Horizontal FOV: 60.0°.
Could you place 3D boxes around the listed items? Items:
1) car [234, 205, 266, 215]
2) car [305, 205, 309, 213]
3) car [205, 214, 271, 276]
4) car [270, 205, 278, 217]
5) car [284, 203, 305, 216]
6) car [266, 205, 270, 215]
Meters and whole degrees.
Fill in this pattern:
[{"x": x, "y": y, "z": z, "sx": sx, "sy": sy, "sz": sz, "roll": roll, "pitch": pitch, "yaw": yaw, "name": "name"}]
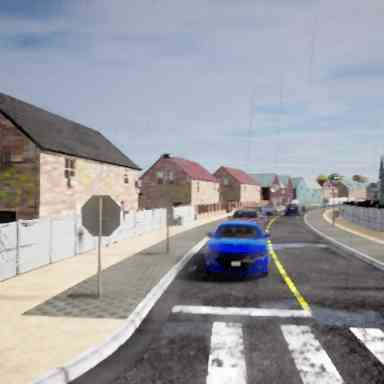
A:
[{"x": 3.326, "y": 1.851, "z": 20.610, "sx": 2.097, "sy": 1.767, "sz": 4.553, "roll": 0, "pitch": -1, "yaw": 12, "name": "car"}, {"x": 17.887, "y": 2.609, "z": 54.583, "sx": 1.994, "sy": 1.385, "sz": 4.181, "roll": 0, "pitch": -1, "yaw": 25, "name": "car"}, {"x": 1.648, "y": 1.762, "z": 11.607, "sx": 1.882, "sy": 1.535, "sz": 5.008, "roll": 0, "pitch": -1, "yaw": 10, "name": "car"}, {"x": 10.302, "y": 2.471, "z": 44.382, "sx": 2.033, "sy": 1.411, "sz": 5.357, "roll": 0, "pitch": -1, "yaw": 21, "name": "car"}, {"x": 13.832, "y": 2.284, "z": 45.305, "sx": 2.097, "sy": 1.767, "sz": 4.553, "roll": 0, "pitch": -1, "yaw": 21, "name": "car"}, {"x": 5.669, "y": 2.054, "z": 30.228, "sx": 2.097, "sy": 1.767, "sz": 4.553, "roll": 0, "pitch": -1, "yaw": 16, "name": "car"}]
